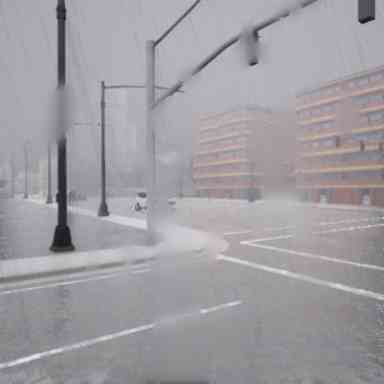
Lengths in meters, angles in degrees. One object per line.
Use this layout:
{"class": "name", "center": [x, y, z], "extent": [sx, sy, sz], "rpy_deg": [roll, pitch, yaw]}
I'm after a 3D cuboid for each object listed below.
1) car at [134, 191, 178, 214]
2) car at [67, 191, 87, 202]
{"class": "car", "center": [-3.519, 0.944, 31.488], "extent": [2.150, 2.045, 5.566], "rpy_deg": [0, 1, -34]}
{"class": "car", "center": [-18.362, 0.585, 53.209], "extent": [2.097, 1.767, 4.553], "rpy_deg": [0, 1, -34]}
